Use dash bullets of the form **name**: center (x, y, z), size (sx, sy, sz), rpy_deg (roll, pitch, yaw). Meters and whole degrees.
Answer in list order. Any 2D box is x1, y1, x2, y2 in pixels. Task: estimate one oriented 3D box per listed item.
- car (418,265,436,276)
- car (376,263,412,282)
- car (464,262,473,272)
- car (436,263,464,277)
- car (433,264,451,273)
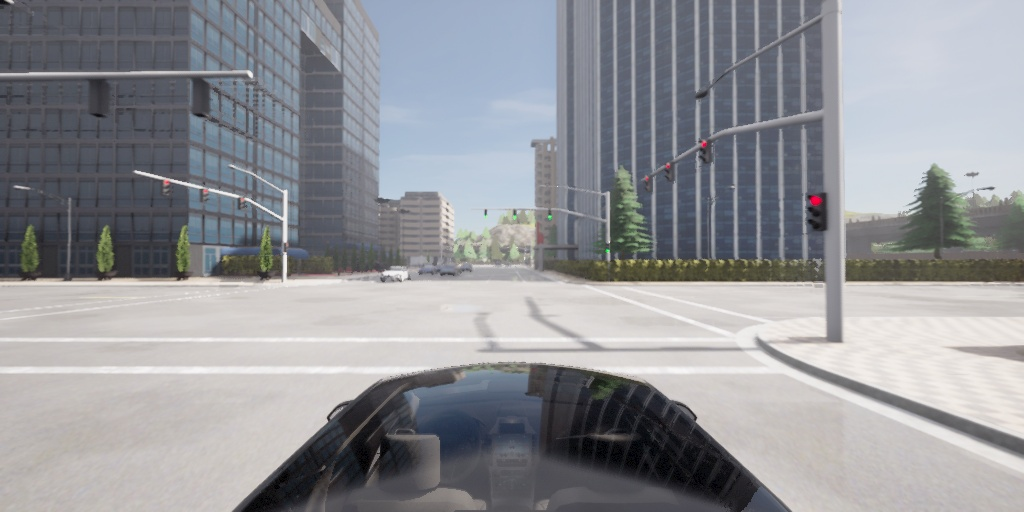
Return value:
- **car**: center (-11.333, 1.901, 48.699), size (1.812, 1.442, 4.674), rpy_deg (0, -1, -1)
- **car**: center (-11.070, 1.713, 34.393), size (1.812, 1.442, 4.674), rpy_deg (0, -1, -1)
- **car**: center (-7.929, 2.110, 63.004), size (2.033, 1.411, 5.357), rpy_deg (0, -1, -1)
- **car**: center (-7.799, 1.877, 45.367), size (2.033, 1.411, 5.357), rpy_deg (0, -1, -1)
- **car**: center (-11.372, 2.053, 58.555), size (2.033, 1.411, 5.357), rpy_deg (0, -1, -1)
